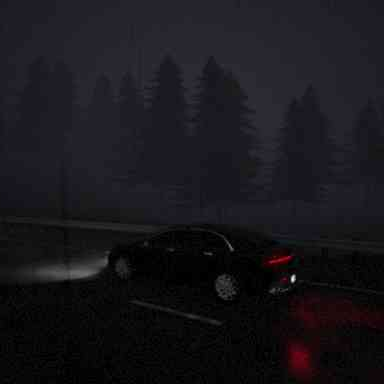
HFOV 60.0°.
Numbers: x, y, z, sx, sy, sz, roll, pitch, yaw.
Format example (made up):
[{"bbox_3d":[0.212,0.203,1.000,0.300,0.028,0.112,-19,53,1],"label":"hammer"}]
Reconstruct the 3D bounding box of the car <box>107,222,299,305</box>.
[{"bbox_3d":[0.044,1.490,8.071,4.892,1.490,1.837,0,0,34],"label":"car"}]
